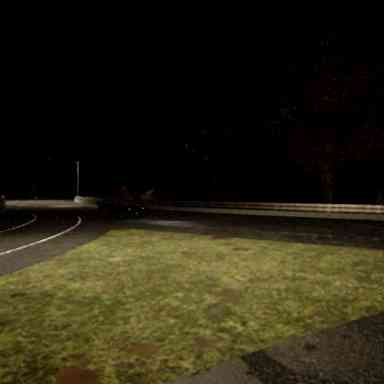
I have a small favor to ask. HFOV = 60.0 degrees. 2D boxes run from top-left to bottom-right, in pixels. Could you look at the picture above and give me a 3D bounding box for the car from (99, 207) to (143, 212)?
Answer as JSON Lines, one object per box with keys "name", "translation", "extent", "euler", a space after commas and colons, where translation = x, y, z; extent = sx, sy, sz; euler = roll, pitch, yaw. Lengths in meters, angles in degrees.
{"name": "car", "translation": [-6.311, 1.481, 29.414], "extent": [4.718, 1.301, 1.895], "euler": [0, 0, 41]}
